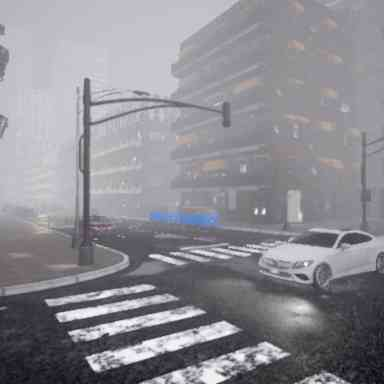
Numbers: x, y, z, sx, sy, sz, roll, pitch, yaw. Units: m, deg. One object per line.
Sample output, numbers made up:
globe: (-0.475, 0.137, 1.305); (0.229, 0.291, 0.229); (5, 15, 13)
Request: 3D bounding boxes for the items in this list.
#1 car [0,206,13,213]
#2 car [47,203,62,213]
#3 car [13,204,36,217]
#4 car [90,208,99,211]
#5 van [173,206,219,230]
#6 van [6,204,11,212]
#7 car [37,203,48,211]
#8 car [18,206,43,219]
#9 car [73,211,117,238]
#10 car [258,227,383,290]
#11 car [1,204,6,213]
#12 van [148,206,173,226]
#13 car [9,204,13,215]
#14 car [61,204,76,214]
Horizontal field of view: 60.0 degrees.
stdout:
car: (-40.982, 3.747, 73.358); (2.008, 1.369, 4.403); (0, -1, -34)
car: (-27.751, 3.295, 68.747); (2.192, 1.841, 5.009); (0, -1, -34)
car: (-25.283, 2.930, 50.175); (1.967, 1.590, 4.097); (0, -1, -34)
car: (-15.212, 2.997, 50.176); (1.802, 1.307, 4.206); (0, -1, -34)
van: (0.452, 2.052, 26.972); (1.690, 1.788, 3.998); (0, -1, -34)
van: (-31.552, 3.113, 59.459); (1.690, 1.788, 3.998); (0, -1, -34)
car: (-34.018, 3.577, 78.030); (2.192, 1.841, 5.009); (0, -1, -34)
car: (-22.147, 2.931, 45.531); (1.802, 1.307, 4.206); (0, -1, -34)
car: (-6.478, 2.226, 22.322); (1.802, 1.307, 4.206); (0, -1, -34)
car: (4.098, 1.805, 9.969); (4.674, 1.442, 1.812); (1, -2, -33)
car: (-37.838, 3.370, 68.730); (2.192, 1.841, 5.009); (0, -1, -34)
van: (-2.681, 2.193, 31.614); (1.690, 1.788, 3.998); (0, -1, -34)
car: (-28.414, 3.182, 54.814); (2.008, 1.369, 4.403); (0, -1, -34)
car: (-21.575, 3.227, 59.601); (1.752, 1.417, 4.829); (0, -1, -34)
